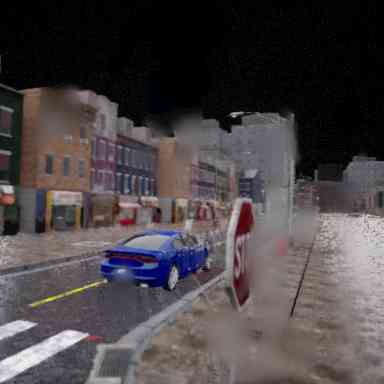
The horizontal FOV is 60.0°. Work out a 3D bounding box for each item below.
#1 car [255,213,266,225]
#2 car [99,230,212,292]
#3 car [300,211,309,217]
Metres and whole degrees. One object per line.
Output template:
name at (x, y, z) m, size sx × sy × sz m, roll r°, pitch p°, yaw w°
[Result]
car at (9.821, 3.695, 45.221) m, size 1.837 × 1.490 × 4.892 m, roll 1°, pitch -3°, yaw 21°
car at (-0.832, 1.947, 10.549) m, size 1.882 × 1.535 × 5.008 m, roll 1°, pitch -2°, yaw 21°
car at (30.429, 5.948, 90.199) m, size 2.097 × 1.767 × 4.553 m, roll 1°, pitch -3°, yaw 21°
